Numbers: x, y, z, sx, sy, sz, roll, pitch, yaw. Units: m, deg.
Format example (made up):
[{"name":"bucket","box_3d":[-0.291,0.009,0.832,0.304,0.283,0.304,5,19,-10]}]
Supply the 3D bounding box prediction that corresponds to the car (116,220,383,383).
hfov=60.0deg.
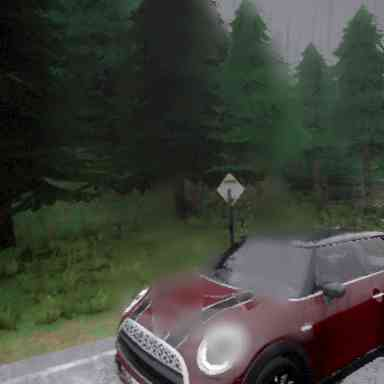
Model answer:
[{"name":"car","box_3d":[1.293,1.353,4.617,4.553,1.767,2.097,0,0,-36]}]
